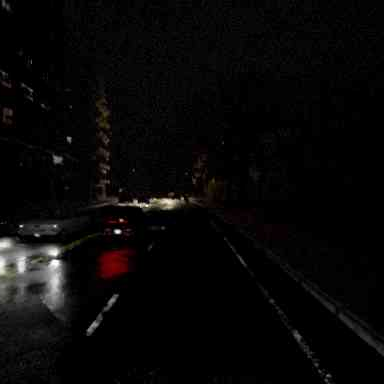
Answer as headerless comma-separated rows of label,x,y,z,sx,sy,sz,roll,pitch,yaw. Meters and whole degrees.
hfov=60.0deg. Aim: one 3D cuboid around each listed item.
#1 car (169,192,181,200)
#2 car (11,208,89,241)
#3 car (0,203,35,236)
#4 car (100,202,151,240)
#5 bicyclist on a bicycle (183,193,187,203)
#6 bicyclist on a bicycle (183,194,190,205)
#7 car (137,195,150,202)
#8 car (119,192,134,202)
car,-3.764,1.203,78.802,1.882,1.535,5.008,0,0,-6
car,-6.690,1.551,16.527,1.895,1.301,4.718,0,0,-1
car,-9.975,1.422,18.322,1.882,1.535,5.008,0,0,-1
car,-3.250,1.453,16.805,1.837,1.490,4.892,0,0,-1
bicyclist on a bicycle,-1.387,1.161,62.707,0.659,1.776,1.843,0,0,-5
bicyclist on a bicycle,-0.789,1.256,54.868,0.866,1.612,1.509,0,0,-4
car,-8.502,1.290,58.258,1.882,1.535,5.008,0,0,-4
car,-11.916,1.028,60.447,2.150,2.045,5.566,0,0,-4
